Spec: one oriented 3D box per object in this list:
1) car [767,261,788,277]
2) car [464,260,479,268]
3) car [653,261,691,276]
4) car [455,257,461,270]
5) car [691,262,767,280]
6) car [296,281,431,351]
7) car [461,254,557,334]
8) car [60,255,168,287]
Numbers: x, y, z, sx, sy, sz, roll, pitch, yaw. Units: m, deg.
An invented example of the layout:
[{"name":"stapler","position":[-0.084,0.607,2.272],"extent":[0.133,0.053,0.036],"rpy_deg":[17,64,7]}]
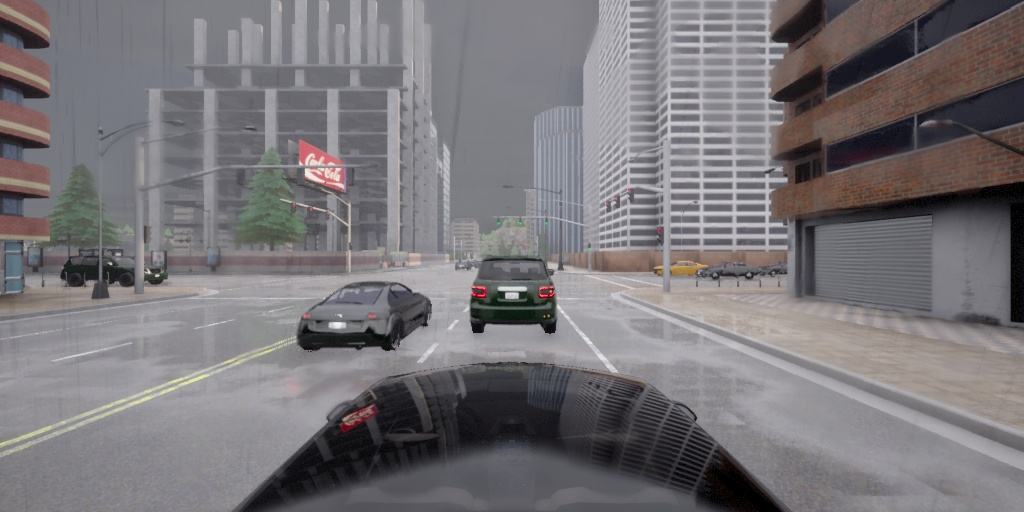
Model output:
[{"name":"car","position":[26.228,1.241,34.726],"extent":[4.902,1.511,2.128],"rpy_deg":[0,0,0]},{"name":"car","position":[-6.775,1.314,59.783],"extent":[1.994,1.385,4.181],"rpy_deg":[0,0,1]},{"name":"car","position":[16.292,1.228,34.735],"extent":[5.008,1.535,1.882],"rpy_deg":[0,0,0]},{"name":"car","position":[-6.841,1.241,50.673],"extent":[2.128,1.511,4.902],"rpy_deg":[0,0,0]},{"name":"car","position":[18.770,1.241,31.234],"extent":[4.902,1.511,2.128],"rpy_deg":[0,0,0]},{"name":"car","position":[-3.374,1.314,8.970],"extent":[1.994,1.385,4.181],"rpy_deg":[0,0,0]},{"name":"car","position":[0.103,0.973,10.747],"extent":[2.150,2.045,5.566],"rpy_deg":[0,0,2]},{"name":"car","position":[-26.558,0.971,24.034],"extent":[5.566,2.045,2.150],"rpy_deg":[0,0,0]}]
